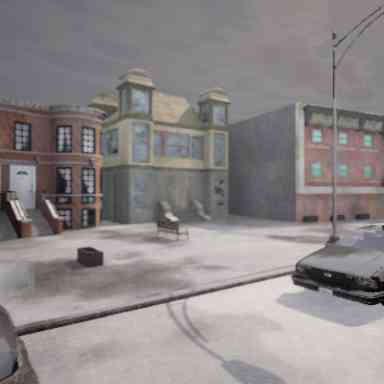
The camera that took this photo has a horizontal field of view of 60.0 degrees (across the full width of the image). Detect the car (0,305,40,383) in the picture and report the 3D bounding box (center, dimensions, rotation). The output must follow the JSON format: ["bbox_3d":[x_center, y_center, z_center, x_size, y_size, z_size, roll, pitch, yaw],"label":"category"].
[{"bbox_3d":[-3.841,1.550,1.859,5.357,1.411,2.033,0,0,-35],"label":"car"}]

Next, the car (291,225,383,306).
[{"bbox_3d":[4.747,1.537,8.030,5.357,1.411,2.033,0,0,-36],"label":"car"}]
